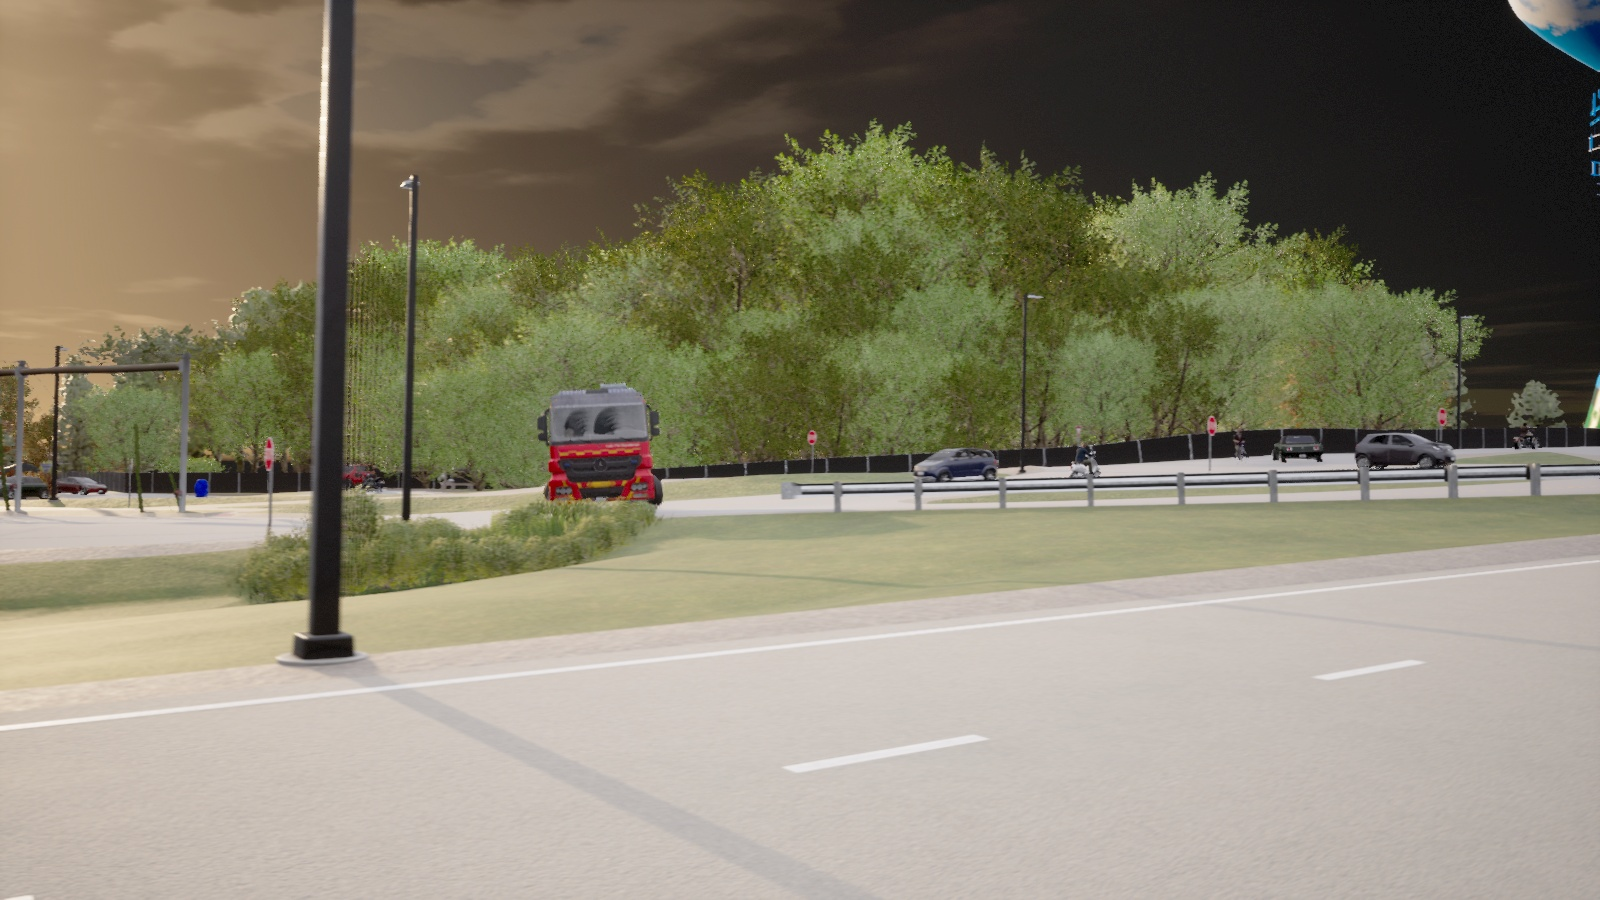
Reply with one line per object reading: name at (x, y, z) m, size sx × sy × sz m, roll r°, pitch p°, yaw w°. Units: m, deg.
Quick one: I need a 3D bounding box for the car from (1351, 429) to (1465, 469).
car at (24.402, -0.036, 50.441) m, size 1.845 × 1.501 × 3.633 m, roll -3°, pitch 1°, yaw -40°

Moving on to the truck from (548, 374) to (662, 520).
truck at (-5.966, 0.059, 38.325) m, size 2.891 × 3.827 × 8.468 m, roll -3°, pitch -2°, yaw -9°

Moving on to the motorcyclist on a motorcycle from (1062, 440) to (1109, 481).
motorcyclist on a motorcycle at (11.910, 0.432, 52.370) m, size 1.817 × 1.590 × 0.866 m, roll -4°, pitch 2°, yaw -34°

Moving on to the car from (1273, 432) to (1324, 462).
car at (24.431, -0.179, 61.655) m, size 1.895 × 1.301 × 4.718 m, roll -2°, pitch 1°, yaw 17°

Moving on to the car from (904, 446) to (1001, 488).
car at (6.438, 0.678, 52.890) m, size 3.705 × 1.549 × 1.789 m, roll -3°, pitch 2°, yaw -33°

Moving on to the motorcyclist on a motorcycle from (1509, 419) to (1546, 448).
motorcyclist on a motorcycle at (42.596, -0.982, 73.514) m, size 2.350 × 1.649 × 0.766 m, roll -1°, pitch 0°, yaw -29°
